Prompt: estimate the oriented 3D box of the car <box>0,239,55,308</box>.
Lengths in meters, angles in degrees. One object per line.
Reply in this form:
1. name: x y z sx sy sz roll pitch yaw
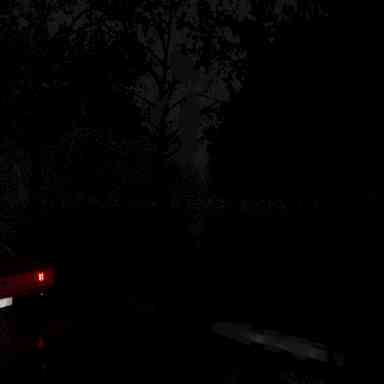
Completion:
1. car: -5.016 1.611 6.981 4.718 1.301 1.895 0 0 36
